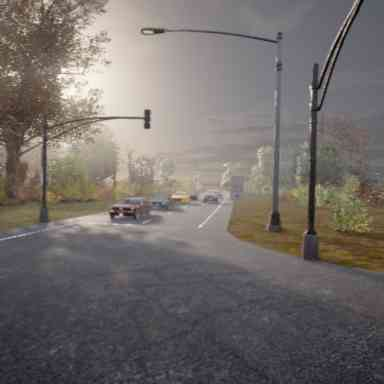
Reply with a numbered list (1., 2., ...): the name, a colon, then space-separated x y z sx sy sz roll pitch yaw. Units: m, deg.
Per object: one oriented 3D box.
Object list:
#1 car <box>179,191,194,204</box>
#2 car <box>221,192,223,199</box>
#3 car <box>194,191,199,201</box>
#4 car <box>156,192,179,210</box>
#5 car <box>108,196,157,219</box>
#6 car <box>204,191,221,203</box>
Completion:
1. car: -1.411 0.703 42.740 1.882 1.535 5.008 1 1 8
2. car: 5.058 0.463 65.628 2.128 1.511 4.902 1 1 7
3. car: -0.045 0.555 53.102 1.882 1.535 5.008 1 1 7
4. car: -2.884 0.933 32.470 1.994 1.385 4.181 1 1 8
5. car: -4.194 1.098 23.374 1.895 1.301 4.718 1 1 8
6. car: 2.753 0.769 46.800 1.812 1.442 4.674 1 1 8
